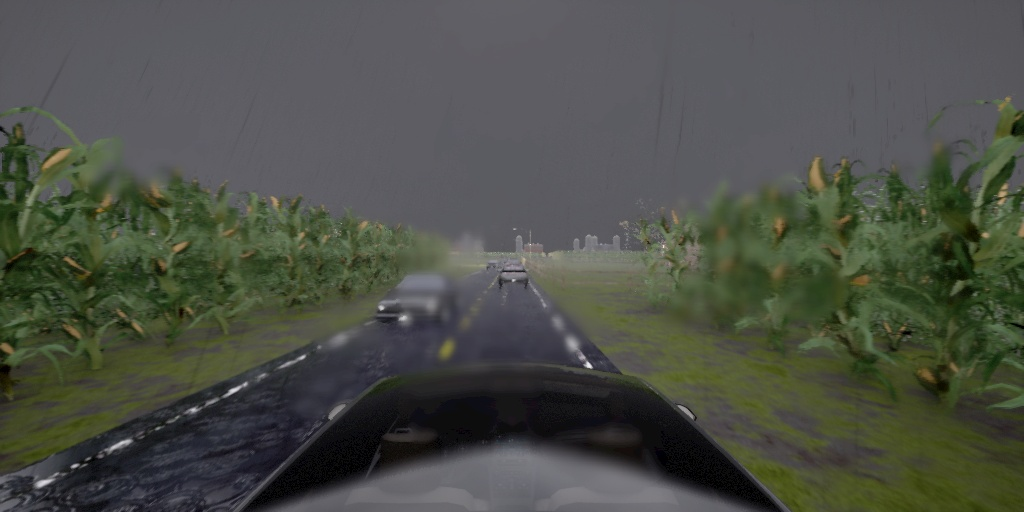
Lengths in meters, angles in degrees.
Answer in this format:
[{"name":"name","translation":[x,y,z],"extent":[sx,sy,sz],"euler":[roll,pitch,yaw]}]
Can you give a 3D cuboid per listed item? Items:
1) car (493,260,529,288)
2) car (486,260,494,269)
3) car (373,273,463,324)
[{"name":"car","translation":[0.101,1.237,23.384],"extent":[2.128,1.511,4.902],"euler":[0,0,0]},{"name":"car","translation":[-2.811,1.261,53.858],"extent":[2.033,1.411,5.357],"euler":[0,0,1]},{"name":"car","translation":[-2.850,1.297,12.204],"extent":[2.033,1.411,5.357],"euler":[0,0,0]}]
